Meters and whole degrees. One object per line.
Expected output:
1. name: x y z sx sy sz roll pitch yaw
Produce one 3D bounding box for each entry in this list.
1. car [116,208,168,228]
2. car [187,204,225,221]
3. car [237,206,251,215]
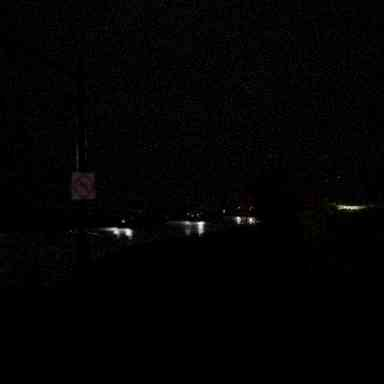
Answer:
1. car: -3.755 1.928 25.330 1.994 1.385 4.181 -1 -2 35
2. car: 1.418 1.981 32.577 1.837 1.490 4.892 -1 -2 36
3. car: 7.312 1.956 40.835 2.097 1.767 4.553 -1 -2 36
